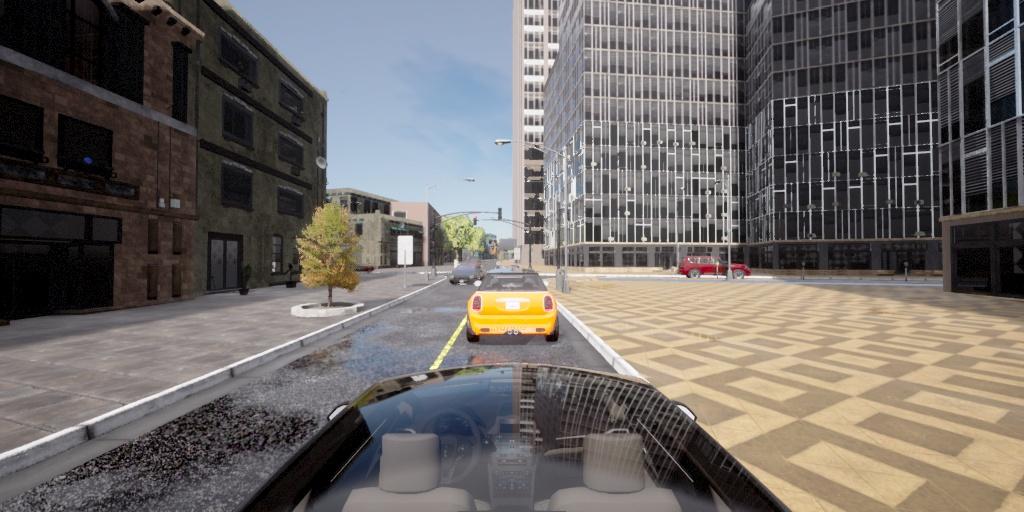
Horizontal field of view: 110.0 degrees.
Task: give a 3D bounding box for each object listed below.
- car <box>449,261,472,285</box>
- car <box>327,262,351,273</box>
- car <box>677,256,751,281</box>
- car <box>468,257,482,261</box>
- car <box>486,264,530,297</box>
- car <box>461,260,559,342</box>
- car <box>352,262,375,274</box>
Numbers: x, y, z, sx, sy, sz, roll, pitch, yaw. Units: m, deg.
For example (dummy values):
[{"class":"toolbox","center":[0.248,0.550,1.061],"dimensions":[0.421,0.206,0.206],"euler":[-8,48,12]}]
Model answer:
[{"class":"car","center":[-3.173,1.303,26.295],"dimensions":[2.033,1.411,5.357],"euler":[0,0,3]},{"class":"car","center":[-20.618,1.317,40.067],"dimensions":[4.313,1.339,1.948],"euler":[0,0,18]},{"class":"car","center":[15.722,0.938,28.211],"dimensions":[5.009,1.841,2.192],"euler":[0,0,18]},{"class":"car","center":[-5.521,1.240,53.297],"dimensions":[1.882,1.535,5.008],"euler":[0,0,-6]},{"class":"car","center":[-0.240,1.247,20.081],"dimensions":[2.128,1.511,4.902],"euler":[0,0,-1]},{"class":"car","center":[-0.003,1.105,9.944],"dimensions":[2.097,1.767,4.553],"euler":[0,0,-1]},{"class":"car","center":[-18.473,1.388,41.979],"dimensions":[4.718,1.301,1.895],"euler":[0,-1,18]}]
